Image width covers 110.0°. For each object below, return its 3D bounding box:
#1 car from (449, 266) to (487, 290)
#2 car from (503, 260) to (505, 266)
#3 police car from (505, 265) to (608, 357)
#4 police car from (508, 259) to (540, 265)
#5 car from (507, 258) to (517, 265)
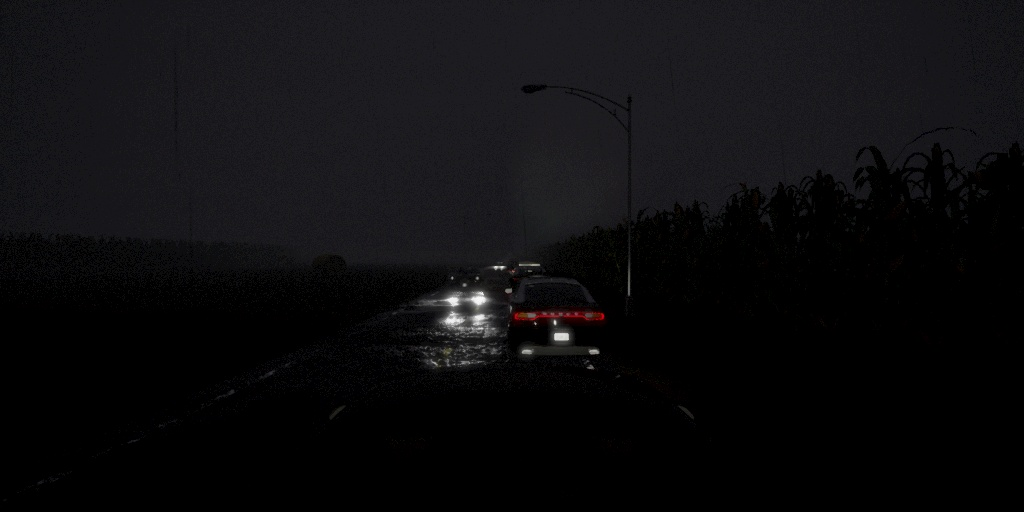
[{"bbox_3d":[-2.660,1.337,22.464,1.895,1.301,4.718,0,0,0],"label":"car"},{"bbox_3d":[0.275,1.179,51.222,2.128,1.511,4.902,0,0,1],"label":"car"},{"bbox_3d":[0.858,1.173,8.709,1.930,1.638,5.238,0,0,0],"label":"police car"},{"bbox_3d":[0.901,1.166,18.709,1.930,1.638,5.238,0,0,0],"label":"police car"},{"bbox_3d":[0.926,1.084,24.568,2.097,1.767,4.553,0,0,0],"label":"car"}]
